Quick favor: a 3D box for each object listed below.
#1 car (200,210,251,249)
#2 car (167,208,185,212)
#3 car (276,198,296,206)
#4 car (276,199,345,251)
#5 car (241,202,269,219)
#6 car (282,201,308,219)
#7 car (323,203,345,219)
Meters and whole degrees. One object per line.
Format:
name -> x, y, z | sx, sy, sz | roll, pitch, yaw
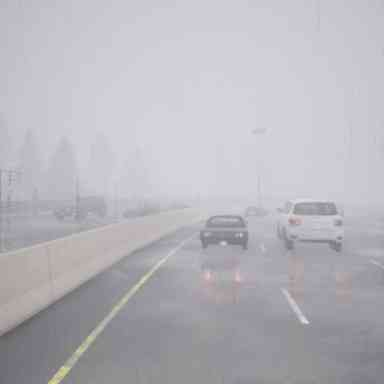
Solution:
car -> 1.583, 1.697, 15.045 | 1.895, 1.301, 4.718 | 0, 0, 9
car -> -1.456, 1.752, 31.818 | 1.994, 1.385, 4.181 | 0, 0, 19
car -> 18.935, 1.961, 66.931 | 2.128, 1.511, 4.902 | 0, 0, 41
car -> 5.121, 1.329, 14.994 | 2.150, 2.045, 5.566 | 0, 0, 10
car -> 6.241, 1.740, 32.118 | 1.812, 1.442, 4.674 | 0, 0, 20
car -> 10.201, 1.722, 32.666 | 2.128, 1.511, 4.902 | 0, 0, 21
car -> 14.132, 1.846, 33.129 | 1.895, 1.301, 4.718 | 0, 0, 23
